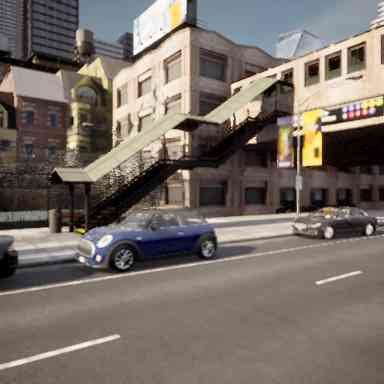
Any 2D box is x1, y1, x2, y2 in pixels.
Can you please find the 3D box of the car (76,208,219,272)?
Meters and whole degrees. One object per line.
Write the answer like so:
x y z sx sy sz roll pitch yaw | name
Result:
-1.355 1.363 10.946 4.553 1.767 2.185 0 0 -36 | car

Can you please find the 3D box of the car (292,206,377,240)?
7.422 1.512 17.195 4.892 1.521 2.231 0 0 -26 | car

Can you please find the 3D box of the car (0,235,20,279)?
-6.496 1.476 7.089 5.008 1.535 2.097 0 0 -36 | car
